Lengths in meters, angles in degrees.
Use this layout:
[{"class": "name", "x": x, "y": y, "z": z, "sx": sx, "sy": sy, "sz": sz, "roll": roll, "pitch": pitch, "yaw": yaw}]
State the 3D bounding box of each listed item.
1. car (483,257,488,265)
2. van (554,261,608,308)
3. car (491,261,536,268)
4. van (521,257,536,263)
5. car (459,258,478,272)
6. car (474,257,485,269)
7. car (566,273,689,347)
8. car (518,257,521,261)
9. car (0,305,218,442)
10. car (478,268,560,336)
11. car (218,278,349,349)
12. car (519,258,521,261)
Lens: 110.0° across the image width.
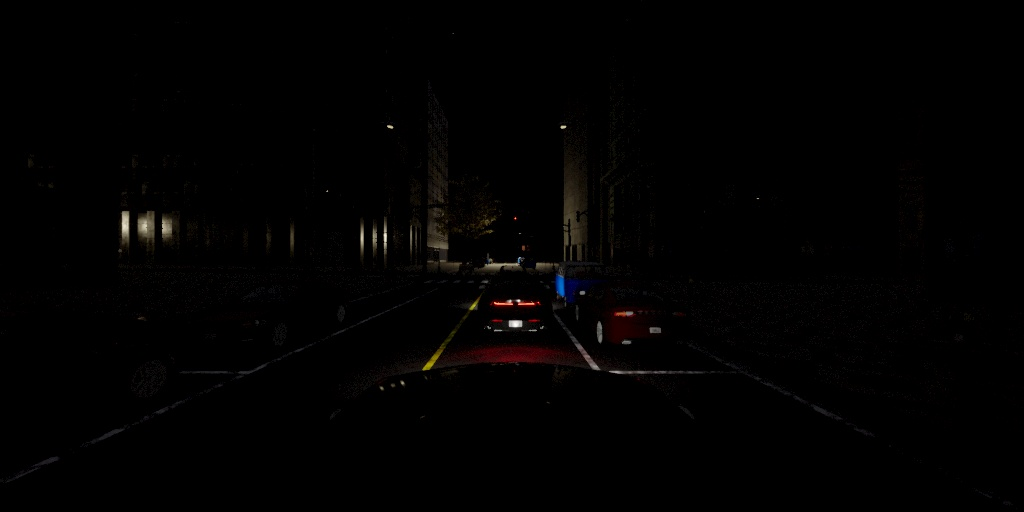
[{"class": "car", "x": -5.965, "y": 1.101, "z": 63.089, "sx": 2.192, "sy": 1.841, "sz": 5.009, "roll": 0, "pitch": 0, "yaw": 0}, {"class": "van", "x": 2.736, "y": 1.093, "z": 14.663, "sx": 1.690, "sy": 1.789, "sz": 3.998, "roll": 0, "pitch": 0, "yaw": 0}, {"class": "car", "x": 0.047, "y": 1.245, "z": 19.792, "sx": 2.128, "sy": 1.511, "sz": 4.902, "roll": 0, "pitch": 0, "yaw": -1}, {"class": "van", "x": 2.595, "y": 1.116, "z": 52.647, "sx": 1.690, "sy": 1.789, "sz": 3.998, "roll": 0, "pitch": 0, "yaw": 0}, {"class": "car", "x": -5.917, "y": 1.296, "z": 47.050, "sx": 1.751, "sy": 1.417, "sz": 4.829, "roll": 0, "pitch": 0, "yaw": 0}, {"class": "car", "x": -5.947, "y": 1.325, "z": 57.800, "sx": 1.888, "sy": 1.381, "sz": 4.507, "roll": 0, "pitch": 0, "yaw": 0}, {"class": "car", "x": 2.753, "y": 1.296, "z": 9.138, "sx": 1.888, "sy": 1.381, "sz": 4.507, "roll": 0, "pitch": 0, "yaw": 0}, {"class": "car", "x": 2.559, "y": 1.332, "z": 63.473, "sx": 1.888, "sy": 1.381, "sz": 4.507, "roll": 0, "pitch": 0, "yaw": 0}, {"class": "car", "x": -5.782, "y": 1.295, "z": 3.603, "sx": 1.888, "sy": 1.381, "sz": 4.507, "roll": 0, "pitch": 0, "yaw": 0}, {"class": "car", "x": 0.074, "y": 1.256, "z": 10.373, "sx": 1.837, "sy": 1.490, "sz": 4.892, "roll": 0, "pitch": 0, "yaw": 0}, {"class": "car", "x": -5.802, "y": 1.296, "z": 9.128, "sx": 1.888, "sy": 1.381, "sz": 4.507, "roll": 0, "pitch": 0, "yaw": 0}, {"class": "car", "x": 2.577, "y": 1.347, "z": 58.059, "sx": 1.948, "sy": 1.339, "sz": 4.313, "roll": 0, "pitch": 0, "yaw": 0}]
